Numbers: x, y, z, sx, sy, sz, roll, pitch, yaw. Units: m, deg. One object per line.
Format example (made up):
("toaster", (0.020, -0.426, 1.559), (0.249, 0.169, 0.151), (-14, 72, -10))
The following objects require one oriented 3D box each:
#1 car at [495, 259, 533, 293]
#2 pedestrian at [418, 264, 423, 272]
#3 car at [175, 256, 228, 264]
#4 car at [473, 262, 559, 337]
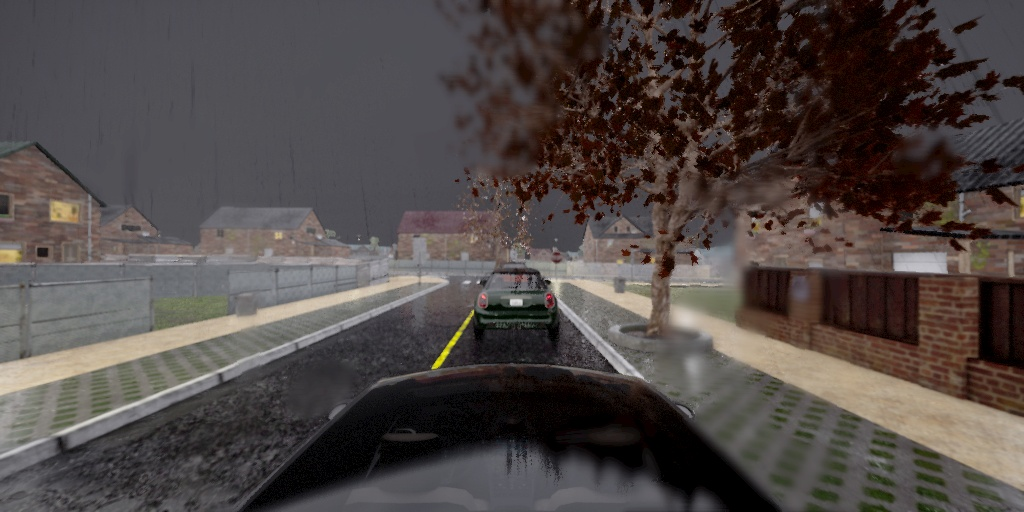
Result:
("car", (0.181, 1.116, 21.813), (2.097, 1.767, 4.553), (0, 0, 2))
("pedestrian", (-9.686, 0.794, 37.822), (0.375, 1.860, 0.375), (0, -2, 0))
("car", (-27.094, 0.766, 31.859), (5.008, 1.535, 1.882), (1, 0, 0))
("car", (0.101, 1.107, 10.512), (2.097, 1.767, 4.553), (0, 0, 0))
